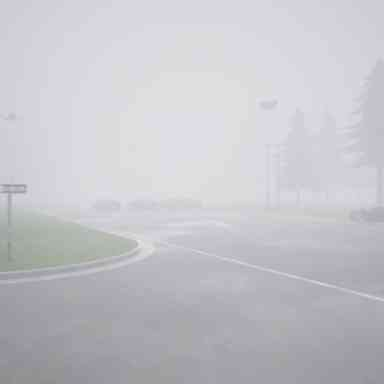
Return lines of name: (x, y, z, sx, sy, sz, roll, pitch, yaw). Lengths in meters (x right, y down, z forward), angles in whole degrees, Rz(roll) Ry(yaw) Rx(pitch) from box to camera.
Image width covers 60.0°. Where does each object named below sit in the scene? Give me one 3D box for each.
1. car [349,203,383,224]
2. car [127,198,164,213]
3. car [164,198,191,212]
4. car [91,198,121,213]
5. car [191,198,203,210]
car: (12.914, 1.460, 21.884, 2.128, 1.511, 4.902, 0, 0, -34)
car: (-5.514, 1.415, 36.466, 2.128, 1.511, 4.902, 0, 0, -34)
car: (-2.629, 1.414, 38.446, 2.128, 1.511, 4.902, 0, 0, -34)
car: (-9.352, 1.399, 35.882, 1.882, 1.535, 5.008, 0, 0, -34)
car: (-0.450, 1.445, 41.439, 1.812, 1.442, 4.674, 0, 0, -34)
